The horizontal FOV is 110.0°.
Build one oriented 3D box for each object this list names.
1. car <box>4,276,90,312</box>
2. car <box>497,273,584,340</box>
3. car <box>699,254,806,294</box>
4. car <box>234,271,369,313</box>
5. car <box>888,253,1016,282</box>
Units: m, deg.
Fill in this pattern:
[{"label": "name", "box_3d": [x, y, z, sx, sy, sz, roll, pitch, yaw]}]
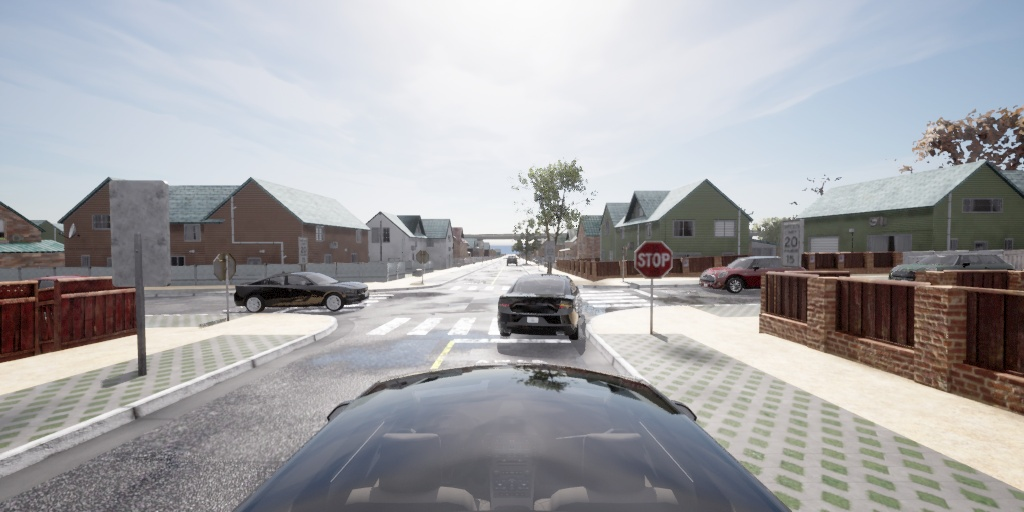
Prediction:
[{"label": "car", "box_3d": [-18.016, 1.547, 14.595, 5.008, 1.535, 1.882, -1, 2, 0]}, {"label": "car", "box_3d": [0.961, 1.225, 10.125, 1.882, 1.535, 5.008, 0, 0, 12]}, {"label": "car", "box_3d": [11.812, 0.821, 17.730, 4.553, 1.767, 2.097, -1, 2, 0]}, {"label": "car", "box_3d": [-8.464, 1.377, 14.655, 5.008, 1.535, 1.882, -1, 2, 0]}, {"label": "car", "box_3d": [21.707, 0.646, 17.798, 4.553, 1.767, 2.097, -1, 2, 0]}]
